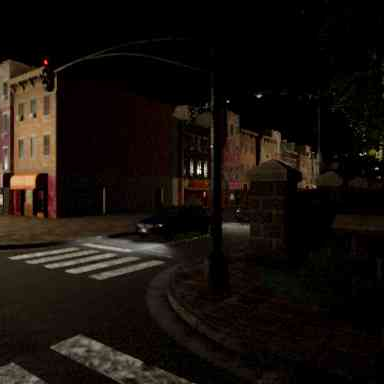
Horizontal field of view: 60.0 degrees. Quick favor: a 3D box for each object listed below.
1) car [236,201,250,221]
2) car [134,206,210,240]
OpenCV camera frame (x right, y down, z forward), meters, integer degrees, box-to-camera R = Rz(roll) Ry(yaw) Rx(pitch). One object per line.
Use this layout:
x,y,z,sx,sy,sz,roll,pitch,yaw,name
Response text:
5.122,1.285,25.193,2.097,1.767,4.553,0,0,35,car
-0.814,1.454,16.814,1.812,1.442,4.674,0,0,35,car
